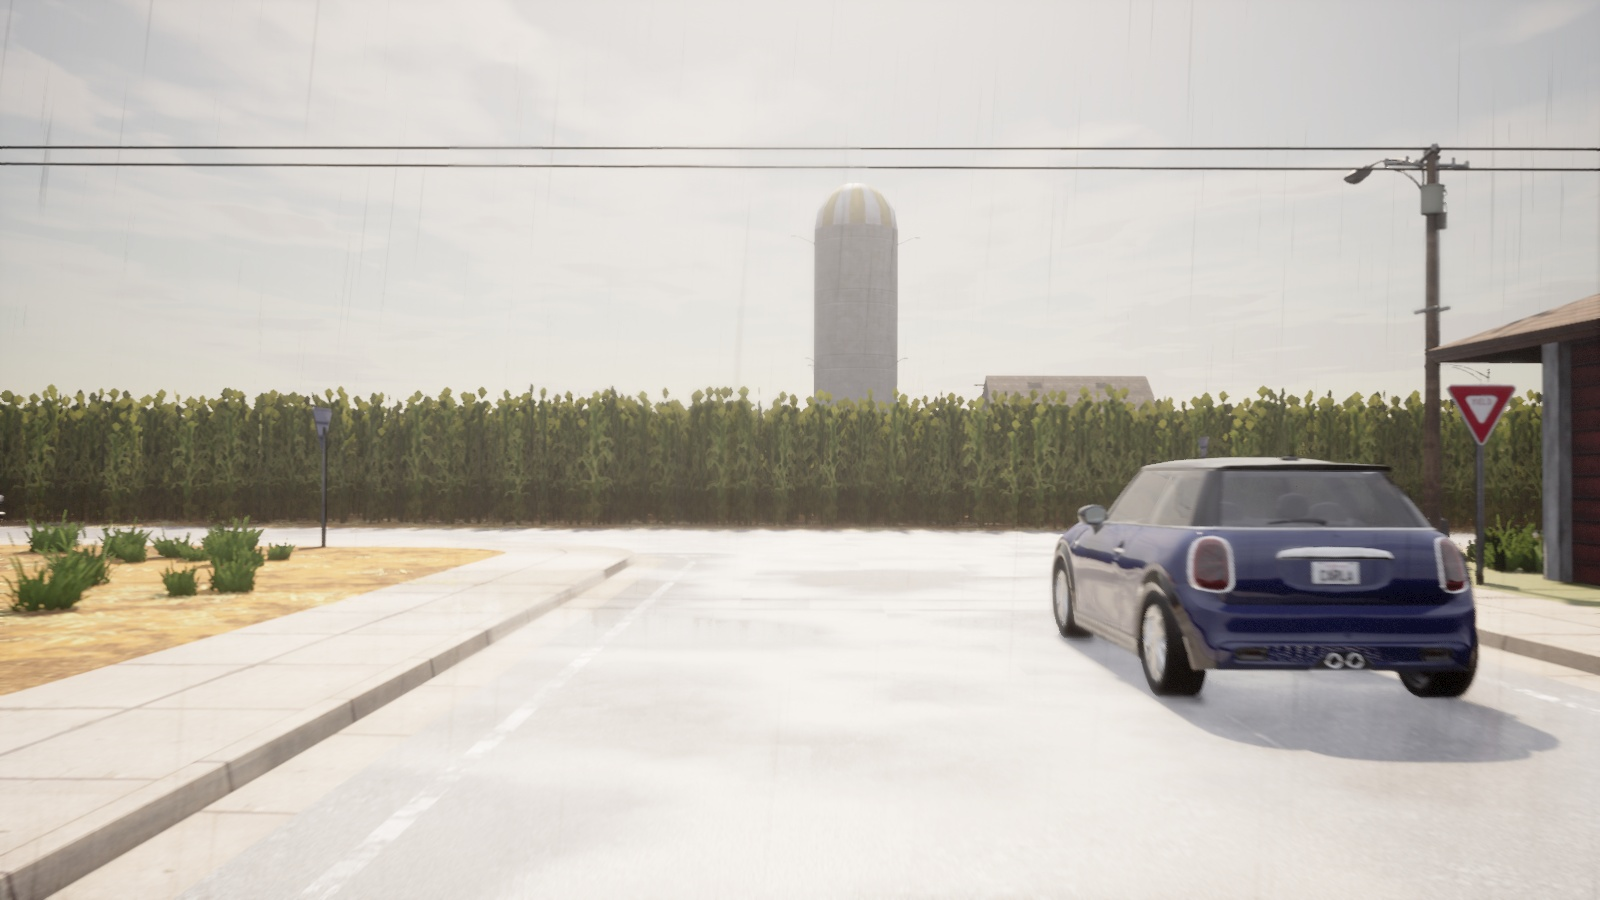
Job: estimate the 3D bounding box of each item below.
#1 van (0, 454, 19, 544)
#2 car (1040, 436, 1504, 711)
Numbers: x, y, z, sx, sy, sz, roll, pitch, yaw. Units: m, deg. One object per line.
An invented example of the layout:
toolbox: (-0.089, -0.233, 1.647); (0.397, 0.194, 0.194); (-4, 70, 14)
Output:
van: (-20.538, 1.122, 28.389); (4.480, 2.038, 2.069); (0, -1, 1)
car: (3.474, 0.833, 10.375); (2.097, 1.767, 4.553); (0, -1, 0)
